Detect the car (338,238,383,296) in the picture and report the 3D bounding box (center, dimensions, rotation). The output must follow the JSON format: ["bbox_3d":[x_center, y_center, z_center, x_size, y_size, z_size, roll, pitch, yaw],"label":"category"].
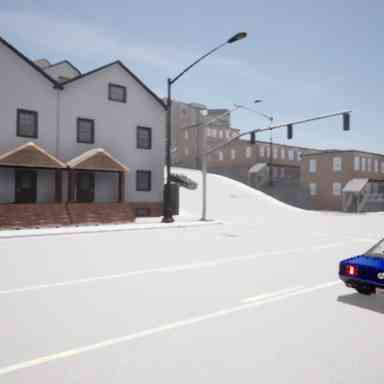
[{"bbox_3d":[5.523,1.684,7.709,4.718,1.301,1.895,1,0,-35],"label":"car"}]

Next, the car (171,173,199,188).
[{"bbox_3d":[-1.074,-1.596,43.735,1.895,1.301,4.718,1,18,-37],"label":"car"}]
